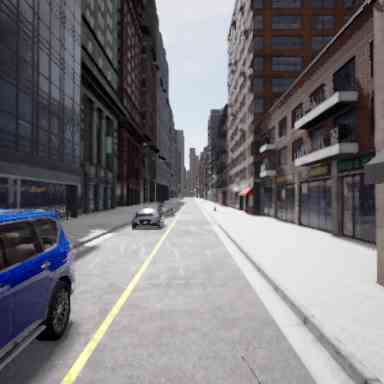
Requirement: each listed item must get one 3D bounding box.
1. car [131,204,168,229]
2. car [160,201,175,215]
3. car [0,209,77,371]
[{"bbox_3d":[-3.041,1.819,23.637,1.994,1.385,4.181,0,-1,0],"label":"car"},{"bbox_3d":[-3.031,1.869,39.747,2.128,1.511,4.902,0,-1,0],"label":"car"},{"bbox_3d":[-3.106,1.266,3.729,2.150,2.045,5.566,0,-1,0],"label":"car"}]
